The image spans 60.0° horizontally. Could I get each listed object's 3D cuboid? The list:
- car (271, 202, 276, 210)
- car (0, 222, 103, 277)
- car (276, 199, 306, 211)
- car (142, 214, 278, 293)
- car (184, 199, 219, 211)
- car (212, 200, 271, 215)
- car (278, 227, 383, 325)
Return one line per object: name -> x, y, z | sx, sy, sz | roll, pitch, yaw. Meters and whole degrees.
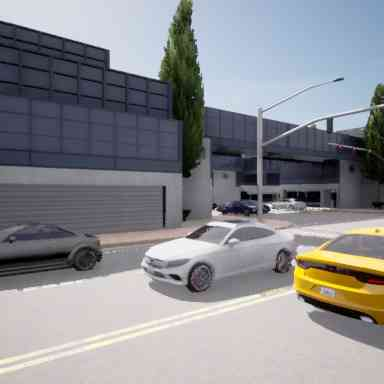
car -> 6.374, 1.564, 35.615 | 1.994, 1.385, 4.181 | 0, 0, -37
car -> -4.676, 1.564, 9.278 | 4.181, 1.385, 1.994 | 0, 0, -36
car -> 11.625, 1.525, 40.426 | 1.812, 1.442, 4.674 | 0, 0, -36
car -> 0.936, 1.526, 9.010 | 4.674, 1.442, 1.812 | 0, 0, -36
car -> 1.140, 1.601, 42.599 | 1.895, 1.301, 4.718 | 0, 0, -37
car -> 4.650, 1.547, 32.080 | 2.033, 1.411, 5.357 | 0, 0, -37
car -> 4.221, 1.478, 6.856 | 5.008, 1.535, 1.882 | 0, 0, -36
